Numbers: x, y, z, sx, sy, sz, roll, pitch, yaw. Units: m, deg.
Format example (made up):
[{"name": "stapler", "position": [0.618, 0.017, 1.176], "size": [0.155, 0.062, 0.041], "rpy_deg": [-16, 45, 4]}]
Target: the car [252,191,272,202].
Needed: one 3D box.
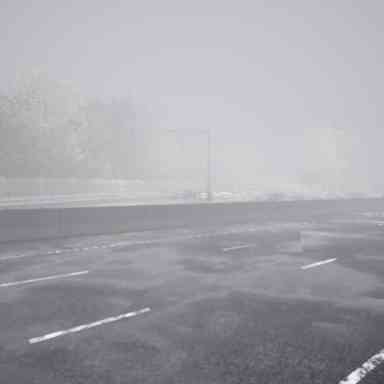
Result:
[{"name": "car", "position": [10.887, 1.000, 45.989], "size": [5.566, 2.045, 2.150], "rpy_deg": [1, 0, -40]}]

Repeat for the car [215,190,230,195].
[{"name": "car", "position": [6.170, 0.318, 67.737], "size": [1.994, 1.385, 4.181], "rpy_deg": [0, 2, 28]}]

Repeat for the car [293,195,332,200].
[{"name": "car", "position": [14.456, 1.387, 39.856], "size": [4.181, 1.385, 1.994], "rpy_deg": [0, 0, -40]}]

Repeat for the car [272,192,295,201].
[{"name": "car", "position": [12.940, 1.150, 43.147], "size": [4.553, 1.767, 2.097], "rpy_deg": [0, 0, -40]}]

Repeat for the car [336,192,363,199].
[{"name": "car", "position": [26.276, 1.017, 54.343], "size": [5.566, 2.045, 2.150], "rpy_deg": [0, 0, -40]}]

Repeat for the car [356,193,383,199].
[{"name": "car", "position": [27.318, 1.344, 50.667], "size": [4.674, 1.442, 1.812], "rpy_deg": [0, 0, -40]}]

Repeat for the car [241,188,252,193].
[{"name": "car", "position": [13.147, -0.250, 80.272], "size": [2.033, 1.411, 5.357], "rpy_deg": [0, 3, 30]}]

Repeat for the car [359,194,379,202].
[{"name": "car", "position": [35.552, 1.224, 66.734], "size": [4.892, 1.490, 1.837], "rpy_deg": [0, 0, -40]}]

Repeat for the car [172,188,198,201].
[{"name": "car", "position": [-1.044, 0.325, 53.461], "size": [2.150, 2.045, 5.566], "rpy_deg": [0, 1, 26]}]

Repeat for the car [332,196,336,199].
[{"name": "car", "position": [24.135, 1.319, 57.106], "size": [5.357, 1.411, 2.033], "rpy_deg": [0, 0, -40]}]
